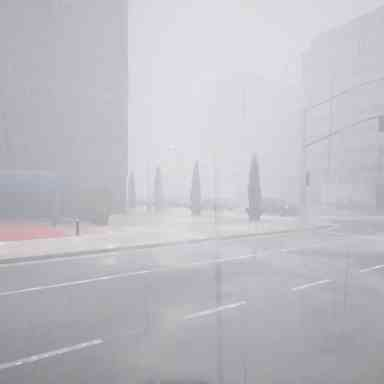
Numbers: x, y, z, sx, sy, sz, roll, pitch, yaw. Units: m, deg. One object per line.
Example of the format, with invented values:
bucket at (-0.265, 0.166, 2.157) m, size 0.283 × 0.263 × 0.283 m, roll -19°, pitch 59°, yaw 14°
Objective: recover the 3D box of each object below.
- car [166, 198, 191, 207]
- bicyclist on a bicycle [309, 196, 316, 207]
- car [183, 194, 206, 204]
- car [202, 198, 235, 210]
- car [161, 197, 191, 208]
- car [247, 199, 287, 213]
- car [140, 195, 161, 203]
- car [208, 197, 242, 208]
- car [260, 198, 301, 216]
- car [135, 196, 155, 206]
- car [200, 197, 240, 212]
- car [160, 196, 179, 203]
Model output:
car at (-2.202, 1.601, 53.280) m, size 1.895 × 1.301 × 4.718 m, roll 0°, pitch 0°, yaw -35°
bicyclist on a bicycle at (16.941, 1.301, 46.707) m, size 1.656 × 1.620 × 0.582 m, roll 0°, pitch 0°, yaw -35°
car at (0.365, 1.352, 62.186) m, size 2.097 × 1.767 × 4.553 m, roll 0°, pitch 0°, yaw -35°
car at (3.515, 1.526, 45.036) m, size 1.812 × 1.442 × 4.674 m, roll 0°, pitch 0°, yaw -35°
car at (-2.559, 1.547, 47.646) m, size 2.033 × 1.411 × 5.357 m, roll 0°, pitch 0°, yaw -35°
car at (8.509, 1.564, 37.841) m, size 1.994 × 1.385 × 4.181 m, roll 0°, pitch 0°, yaw -35°
car at (-8.536, 1.491, 68.658) m, size 2.128 × 1.511 × 4.902 m, roll 0°, pitch 0°, yaw -37°
car at (4.816, 1.547, 49.643) m, size 2.033 × 1.411 × 5.357 m, roll 0°, pitch 0°, yaw -35°
car at (8.192, 1.352, 32.161) m, size 2.097 × 1.767 × 4.553 m, roll 0°, pitch 0°, yaw -35°
car at (-8.100, 1.526, 55.676) m, size 1.812 × 1.442 × 4.674 m, roll 0°, pitch 0°, yaw -34°
car at (3.001, 1.491, 39.637) m, size 2.128 × 1.511 × 4.902 m, roll 0°, pitch 0°, yaw -35°
car at (-4.757, 1.601, 69.527) m, size 1.895 × 1.301 × 4.718 m, roll 0°, pitch 0°, yaw -35°
